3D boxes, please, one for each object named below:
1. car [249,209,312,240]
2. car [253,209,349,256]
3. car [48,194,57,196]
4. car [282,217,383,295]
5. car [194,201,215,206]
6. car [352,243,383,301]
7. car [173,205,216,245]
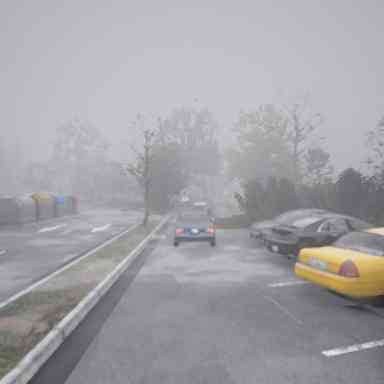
[{"bbox_3d":[4.847,1.503,14.457,4.892,1.521,2.231,1,0,-20],"label":"car"},{"bbox_3d":[4.832,1.500,11.063,4.892,1.521,2.231,1,0,-20],"label":"car"},{"bbox_3d":[-24.807,1.036,57.305,4.674,1.442,1.812,4,-2,1],"label":"car"},{"bbox_3d":[5.008,1.495,7.738,5.366,1.575,1.946,1,0,-20],"label":"car"},{"bbox_3d":[1.056,1.545,30.772,1.812,1.442,4.674,1,-1,12],"label":"car"},{"bbox_3d":[4.808,1.520,4.263,4.792,1.488,2.163,1,0,-20],"label":"car"},{"bbox_3d":[0.112,1.564,15.568,2.033,1.411,5.357,0,0,0],"label":"car"}]
